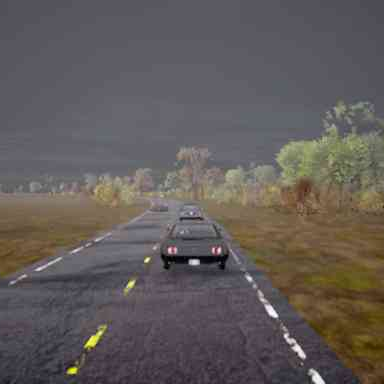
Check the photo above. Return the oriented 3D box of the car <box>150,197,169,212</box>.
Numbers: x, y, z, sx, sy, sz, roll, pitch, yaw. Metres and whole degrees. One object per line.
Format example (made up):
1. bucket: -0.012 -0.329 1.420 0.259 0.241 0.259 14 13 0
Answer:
1. car: -3.869 1.450 39.971 2.097 1.767 4.553 0 0 -3

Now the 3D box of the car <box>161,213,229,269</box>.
1. car: 0.077 1.627 11.272 1.895 1.301 4.718 0 0 0

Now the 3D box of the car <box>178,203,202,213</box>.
1. car: -0.123 1.610 26.476 2.033 1.411 5.357 0 0 -1
